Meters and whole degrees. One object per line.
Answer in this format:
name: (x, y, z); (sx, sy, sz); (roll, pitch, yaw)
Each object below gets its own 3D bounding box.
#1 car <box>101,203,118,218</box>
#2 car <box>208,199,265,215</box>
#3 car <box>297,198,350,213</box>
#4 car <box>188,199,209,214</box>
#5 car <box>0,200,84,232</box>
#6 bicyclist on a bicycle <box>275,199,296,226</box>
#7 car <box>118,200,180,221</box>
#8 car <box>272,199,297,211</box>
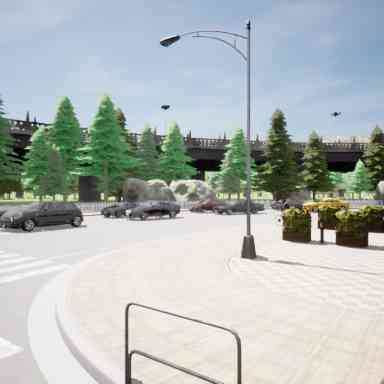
car: (-5.844, 1.508, 29.215); (1.994, 1.385, 4.181); (0, 0, 45)
car: (4.683, 1.492, 33.045); (5.357, 1.411, 2.033); (0, 0, -26)
car: (14.555, 1.422, 36.275); (5.008, 1.535, 1.882); (0, 0, -7)
car: (1.809, 1.470, 35.293); (4.674, 1.442, 1.812); (0, 0, -29)
car: (-8.940, 1.297, 20.050); (2.097, 1.767, 4.553); (0, 0, 37)
bicyclist on a bicycle: (5.581, 1.245, 19.574); (0.582, 1.620, 1.656); (0, 0, -44)
car: (-3.144, 1.436, 27.121); (4.902, 1.511, 2.128); (0, 0, -44)
car: (11.534, 1.509, 39.147); (4.181, 1.385, 1.994); (0, 0, -11)
